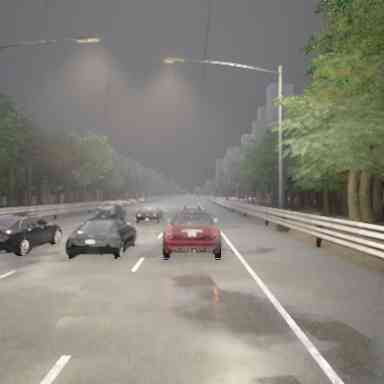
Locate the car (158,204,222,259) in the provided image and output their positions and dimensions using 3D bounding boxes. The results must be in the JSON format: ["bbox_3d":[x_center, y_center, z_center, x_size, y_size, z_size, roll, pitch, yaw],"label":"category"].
[{"bbox_3d":[0.021,1.485,13.419,2.097,1.767,4.553,0,-1,1],"label":"car"}]

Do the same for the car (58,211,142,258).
[{"bbox_3d":[-3.477,1.699,13.441,1.994,1.385,4.181,0,0,1],"label":"car"}]

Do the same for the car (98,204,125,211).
[{"bbox_3d":[-6.978,1.803,28.896,1.812,1.442,4.674,0,0,1],"label":"car"}]

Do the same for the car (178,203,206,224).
[{"bbox_3d":[0.019,1.767,28.502,2.128,1.511,4.902,0,0,1],"label":"car"}]

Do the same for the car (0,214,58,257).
[{"bbox_3d":[-6.978,1.642,13.503,1.837,1.490,4.892,0,0,1],"label":"car"}]

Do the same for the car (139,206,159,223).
[{"bbox_3d":[-3.486,1.873,28.241,1.895,1.301,4.718,0,0,0],"label":"car"}]
